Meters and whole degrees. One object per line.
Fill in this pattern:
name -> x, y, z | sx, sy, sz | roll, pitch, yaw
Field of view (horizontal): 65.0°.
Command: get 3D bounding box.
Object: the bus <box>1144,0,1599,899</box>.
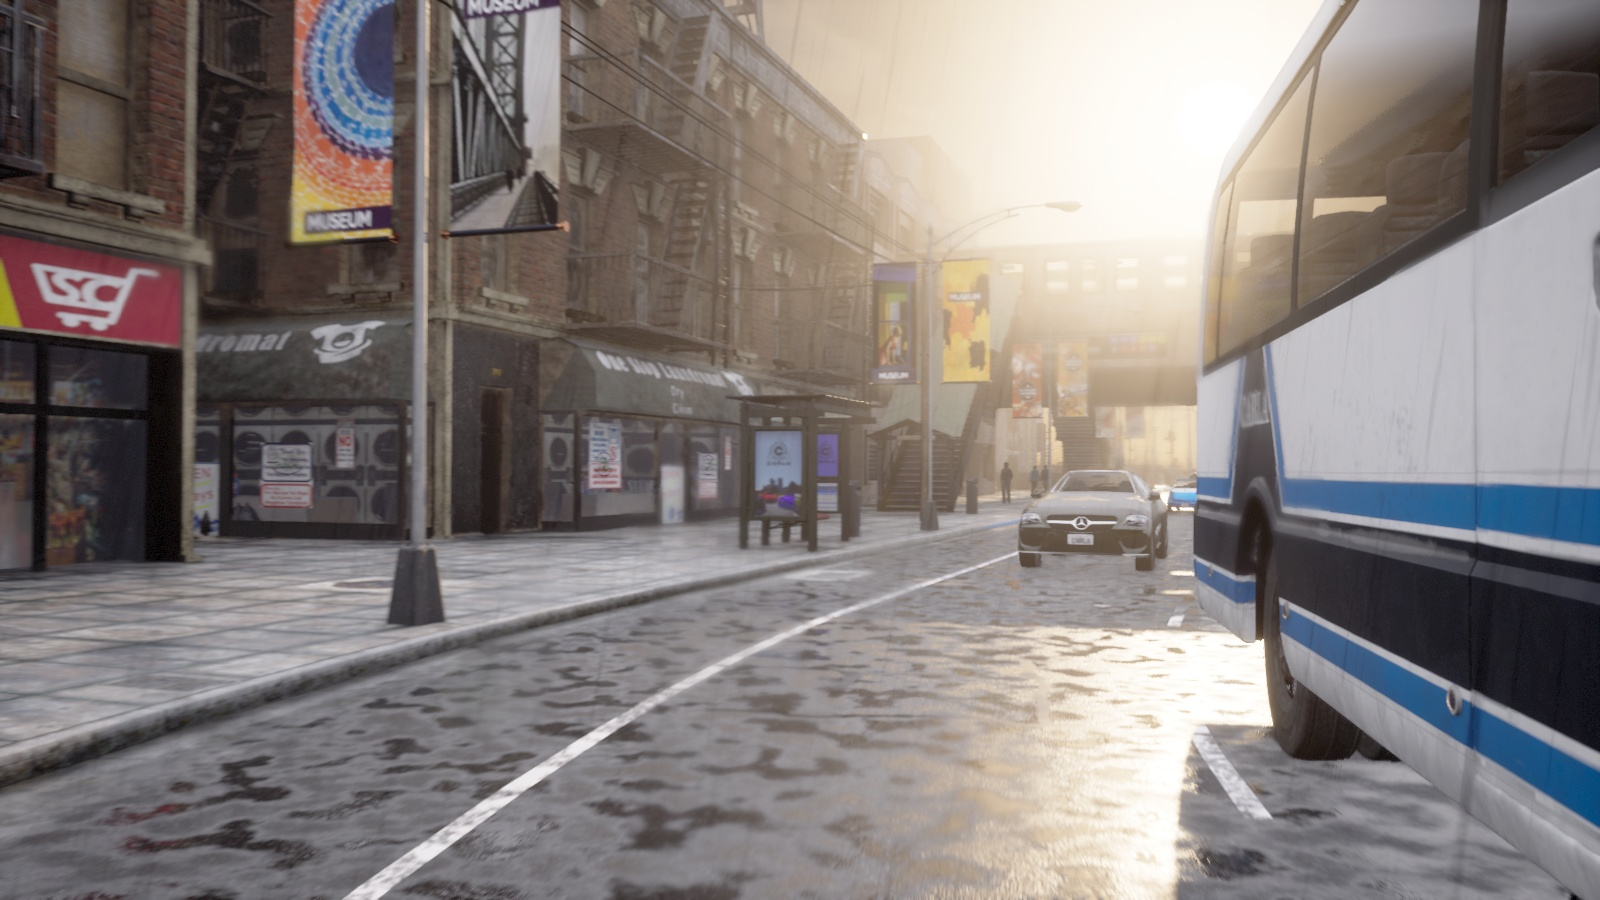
bus -> 3.668, -0.503, 4.128 | 3.944, 4.253, 10.273 | -1, -1, 10

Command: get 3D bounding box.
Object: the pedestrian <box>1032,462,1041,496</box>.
pedestrian -> 13.326, 1.618, 70.696 | 0.396, 1.930, 0.692 | 0, -1, 16

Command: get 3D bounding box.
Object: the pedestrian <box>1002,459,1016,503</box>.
pedestrian -> 9.205, 1.373, 55.389 | 0.402, 1.930, 0.666 | -1, -1, 30

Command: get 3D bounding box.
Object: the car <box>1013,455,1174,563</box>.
car -> 5.245, 0.946, 21.922 | 2.152, 1.651, 5.027 | -1, -1, 20

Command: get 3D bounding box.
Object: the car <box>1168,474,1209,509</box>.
car -> 15.988, 1.689, 51.640 | 1.481, 1.376, 2.207 | -1, -1, 20
